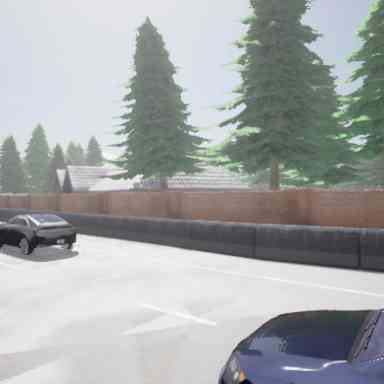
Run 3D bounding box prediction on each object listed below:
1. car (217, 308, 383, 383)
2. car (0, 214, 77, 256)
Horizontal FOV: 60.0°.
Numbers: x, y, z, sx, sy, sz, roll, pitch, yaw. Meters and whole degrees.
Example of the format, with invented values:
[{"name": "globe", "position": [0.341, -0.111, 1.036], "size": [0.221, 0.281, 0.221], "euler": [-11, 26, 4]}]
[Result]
[{"name": "car", "position": [2.249, 1.566, 2.474], "size": [4.181, 1.385, 1.994], "euler": [-1, -1, 35]}, {"name": "car", "position": [-6.783, 1.683, 14.141], "size": [4.902, 1.511, 2.128], "euler": [-1, -1, 41]}]
